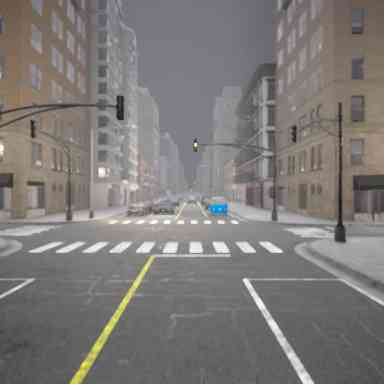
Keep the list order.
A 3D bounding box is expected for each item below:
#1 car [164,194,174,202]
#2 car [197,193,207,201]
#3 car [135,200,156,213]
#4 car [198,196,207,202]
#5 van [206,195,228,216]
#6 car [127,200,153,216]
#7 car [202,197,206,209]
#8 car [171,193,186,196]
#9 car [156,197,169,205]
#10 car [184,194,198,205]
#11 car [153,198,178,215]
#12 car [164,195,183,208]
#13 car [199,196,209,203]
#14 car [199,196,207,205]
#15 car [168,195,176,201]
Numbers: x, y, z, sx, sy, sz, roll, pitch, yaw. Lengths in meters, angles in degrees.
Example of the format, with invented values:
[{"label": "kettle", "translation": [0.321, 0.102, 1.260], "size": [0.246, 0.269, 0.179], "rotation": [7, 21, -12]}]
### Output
[{"label": "car", "translation": [-5.384, 1.476, 78.733], "size": [2.192, 1.841, 5.009], "rotation": [0, 0, 0]}, {"label": "car", "translation": [2.640, 1.448, 61.694], "size": [2.192, 1.841, 5.009], "rotation": [0, 0, 0]}, {"label": "car", "translation": [-5.386, 1.634, 38.960], "size": [1.887, 1.381, 4.507], "rotation": [0, 0, 0]}, {"label": "car", "translation": [2.641, 1.720, 84.418], "size": [2.008, 1.369, 4.403], "rotation": [0, 0, 0]}, {"label": "van", "translation": [2.639, 1.417, 33.287], "size": [1.690, 1.788, 3.998], "rotation": [0, 0, 0]}, {"label": "car", "translation": [-5.386, 1.627, 33.278], "size": [2.008, 1.369, 4.403], "rotation": [0, 0, 0]}, {"label": "car", "translation": [2.639, 1.684, 44.649], "size": [1.802, 1.307, 4.206], "rotation": [0, 0, 0]}, {"label": "car", "translation": [-2.747, 1.297, 67.596], "size": [1.837, 1.490, 4.892], "rotation": [0, 0, 0]}, {"label": "car", "translation": [-5.385, 1.700, 61.688], "size": [1.947, 1.339, 4.313], "rotation": [0, 0, 0]}, {"label": "car", "translation": [0.003, 1.683, 63.000], "size": [2.033, 1.411, 5.357], "rotation": [0, 0, 0]}, {"label": "car", "translation": [-2.841, 1.643, 34.494], "size": [1.994, 1.385, 4.181], "rotation": [0, 0, 0]}, {"label": "car", "translation": [-2.814, 1.594, 51.682], "size": [1.882, 1.535, 5.008], "rotation": [0, 0, 0]}, {"label": "car", "translation": [2.641, 1.592, 73.056], "size": [1.967, 1.590, 4.097], "rotation": [0, 0, 0]}, {"label": "car", "translation": [2.640, 1.706, 56.012], "size": [1.802, 1.307, 4.206], "rotation": [0, 0, 0]}, {"label": "car", "translation": [-5.384, 1.619, 90.097], "size": [1.967, 1.590, 4.097], "rotation": [0, 0, 0]}]
